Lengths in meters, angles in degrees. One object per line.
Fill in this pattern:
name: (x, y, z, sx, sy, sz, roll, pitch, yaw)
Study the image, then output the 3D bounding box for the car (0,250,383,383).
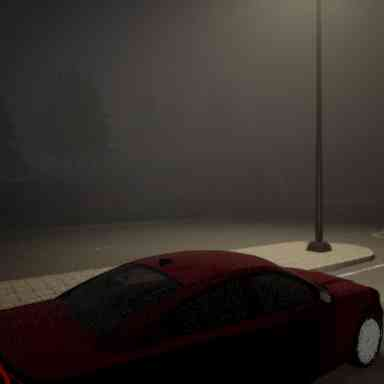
car: (0.387, 1.474, 4.022, 5.008, 1.535, 1.882, 0, 0, -36)
